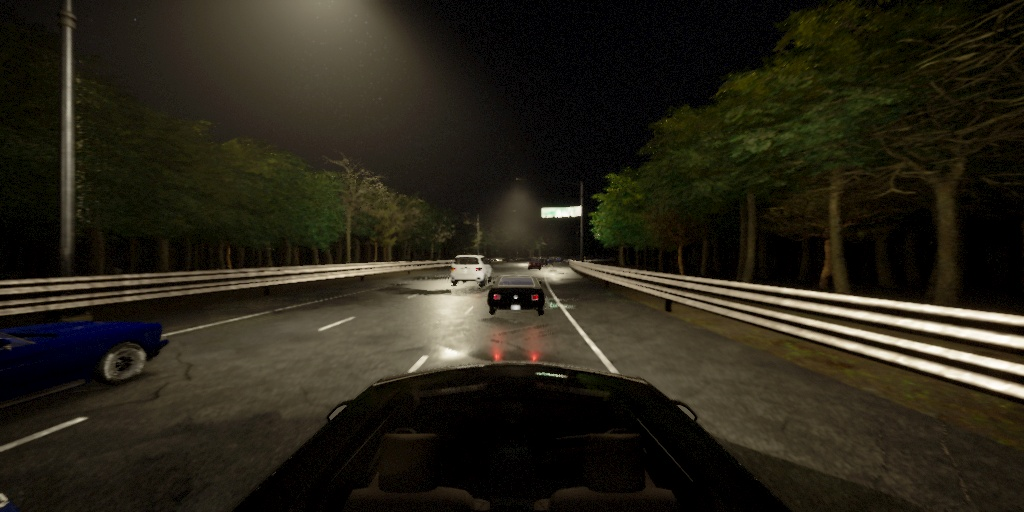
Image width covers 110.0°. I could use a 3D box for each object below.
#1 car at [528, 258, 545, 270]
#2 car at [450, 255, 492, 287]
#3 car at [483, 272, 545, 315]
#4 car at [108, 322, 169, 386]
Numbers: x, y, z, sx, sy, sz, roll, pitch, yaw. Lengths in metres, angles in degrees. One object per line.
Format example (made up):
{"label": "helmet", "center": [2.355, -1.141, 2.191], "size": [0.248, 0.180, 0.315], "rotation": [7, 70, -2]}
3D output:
{"label": "car", "center": [3.501, 1.271, 53.816], "size": [2.033, 1.411, 5.357], "rotation": [0, 0, 8]}
{"label": "car", "center": [-2.708, 0.965, 24.764], "size": [2.150, 2.045, 5.566], "rotation": [0, 0, 3]}
{"label": "car", "center": [0.198, 1.353, 13.690], "size": [1.895, 1.301, 4.718], "rotation": [0, 0, 2]}
{"label": "car", "center": [-6.887, 1.337, 4.021], "size": [1.895, 1.301, 4.718], "rotation": [0, 0, 0]}
